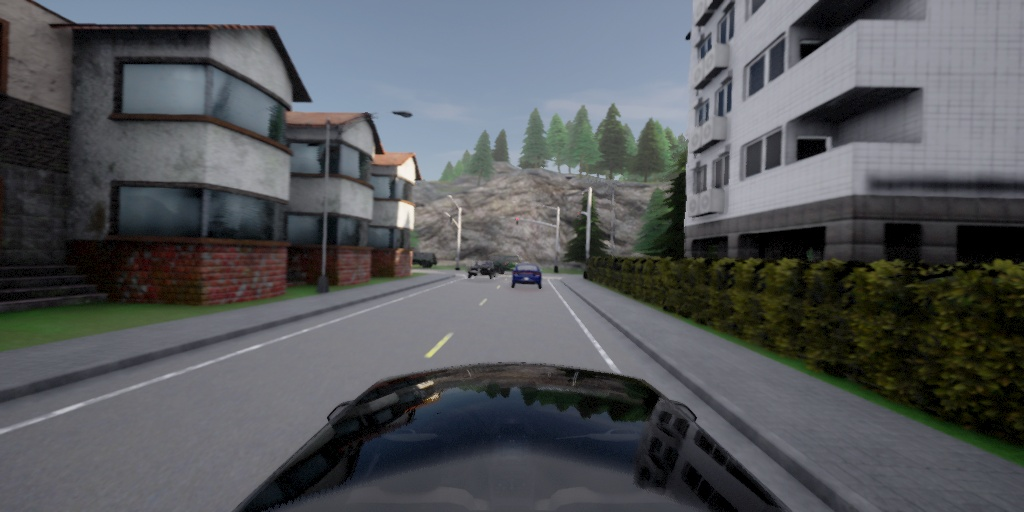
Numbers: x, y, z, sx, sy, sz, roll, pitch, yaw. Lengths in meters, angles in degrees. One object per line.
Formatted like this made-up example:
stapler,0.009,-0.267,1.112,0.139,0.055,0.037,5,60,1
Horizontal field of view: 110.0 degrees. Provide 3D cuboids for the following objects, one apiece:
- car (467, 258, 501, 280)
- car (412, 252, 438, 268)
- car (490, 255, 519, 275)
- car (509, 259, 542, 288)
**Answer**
car,-2.282,1.040,28.363,1.895,1.301,4.718,2,0,3
car,-12.612,0.488,47.236,5.566,2.045,2.150,2,0,5
car,-1.253,0.885,38.573,2.150,2.045,5.566,2,0,-34
car,1.011,1.231,24.187,1.882,1.535,5.008,2,0,3
